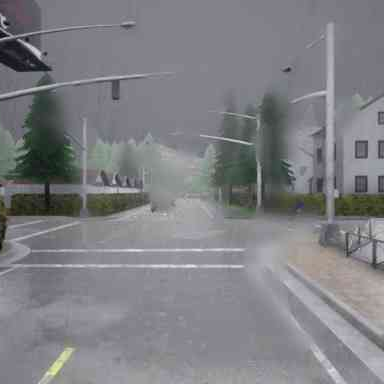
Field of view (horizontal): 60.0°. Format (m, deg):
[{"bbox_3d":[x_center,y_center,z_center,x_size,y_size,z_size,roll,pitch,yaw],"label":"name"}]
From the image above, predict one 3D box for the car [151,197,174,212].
[{"bbox_3d":[-3.553,1.547,38.420,2.033,1.411,5.357,0,0,0],"label":"car"}]
